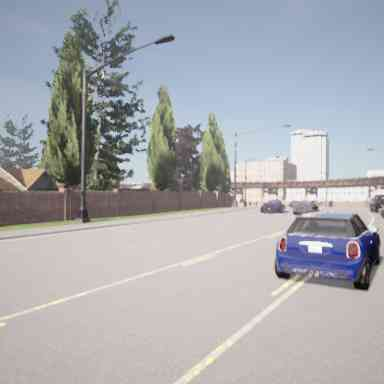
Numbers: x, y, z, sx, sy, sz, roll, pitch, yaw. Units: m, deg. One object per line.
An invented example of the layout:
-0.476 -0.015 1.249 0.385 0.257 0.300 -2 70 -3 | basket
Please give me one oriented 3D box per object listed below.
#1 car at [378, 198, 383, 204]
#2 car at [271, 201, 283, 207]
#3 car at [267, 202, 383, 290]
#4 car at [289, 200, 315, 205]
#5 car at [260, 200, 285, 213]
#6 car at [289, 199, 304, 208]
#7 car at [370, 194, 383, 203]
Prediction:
17.193 1.485 28.233 1.812 1.442 4.674 0 0 27 | car
19.017 2.679 74.534 1.994 1.385 4.181 1 -2 5 | car
4.019 1.336 9.457 2.097 1.767 4.553 0 0 33 | car
10.986 1.497 31.756 2.033 1.411 5.357 0 0 28 | car
8.516 1.514 34.753 1.994 1.385 4.181 0 0 26 | car
22.352 2.495 71.530 2.097 1.767 4.553 1 -2 5 | car
21.624 1.293 37.612 2.150 2.045 5.566 0 -1 21 | car
